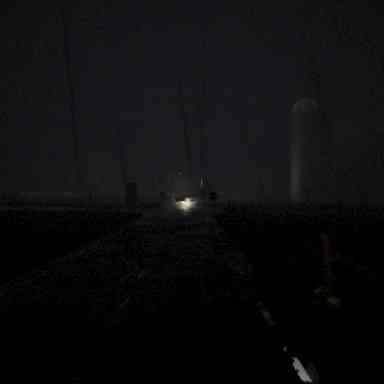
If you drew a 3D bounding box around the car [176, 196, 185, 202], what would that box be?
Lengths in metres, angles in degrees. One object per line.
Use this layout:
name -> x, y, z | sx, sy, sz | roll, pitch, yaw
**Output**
car -> -2.795, 1.638, 79.482 | 1.994, 1.385, 4.181 | 0, 0, 0
